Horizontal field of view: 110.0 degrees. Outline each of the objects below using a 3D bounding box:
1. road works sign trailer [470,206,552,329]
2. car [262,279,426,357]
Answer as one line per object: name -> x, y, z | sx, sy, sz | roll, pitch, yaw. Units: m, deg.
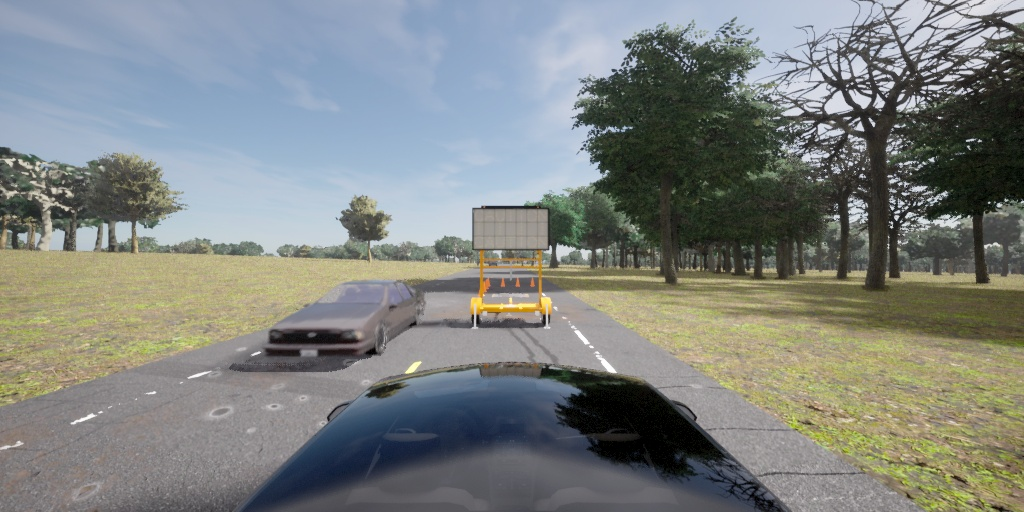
road works sign trailer -> -0.036, 0.226, 11.298 | 2.380, 3.560, 2.880 | 0, 0, 0
car -> -3.531, 1.304, 8.886 | 2.033, 1.411, 5.357 | 0, 0, 0
